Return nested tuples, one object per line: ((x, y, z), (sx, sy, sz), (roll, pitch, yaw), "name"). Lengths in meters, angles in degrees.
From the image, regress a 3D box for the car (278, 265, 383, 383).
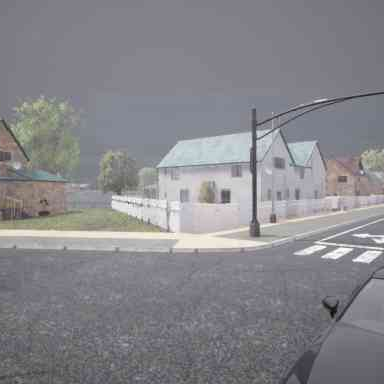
((2.517, 1.524, 3.390), (1.812, 1.442, 4.674), (0, 0, 42), "car")
